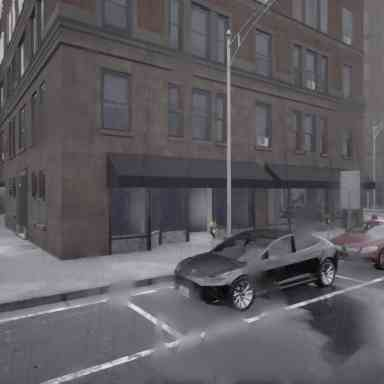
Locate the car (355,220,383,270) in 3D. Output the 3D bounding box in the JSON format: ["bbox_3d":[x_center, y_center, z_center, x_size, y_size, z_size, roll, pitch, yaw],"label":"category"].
[{"bbox_3d":[6.119,1.582,10.898,4.206,1.307,1.802,0,0,-35],"label":"car"}]

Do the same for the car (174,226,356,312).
[{"bbox_3d":[1.640,1.566,7.704,4.313,1.339,1.947,0,0,-35],"label":"car"}]
